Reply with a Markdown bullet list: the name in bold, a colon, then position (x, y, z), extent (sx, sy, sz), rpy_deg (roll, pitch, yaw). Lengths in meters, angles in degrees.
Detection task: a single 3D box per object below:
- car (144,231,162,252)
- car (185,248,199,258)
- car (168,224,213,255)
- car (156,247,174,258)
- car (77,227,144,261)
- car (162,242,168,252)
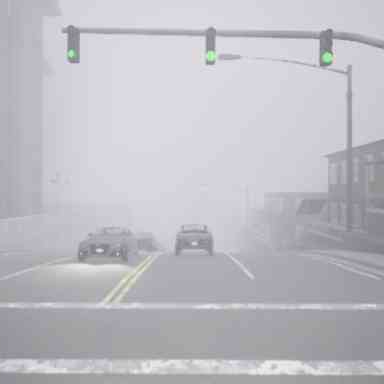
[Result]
- **car**: position (-3.585, 3.571, 24.003), extent (1.882, 1.535, 5.008), rpy_deg (0, -12, 0)
- **car**: position (0.003, 8.386, 45.578), extent (1.895, 1.301, 4.718), rpy_deg (0, -10, 0)
- **car**: position (0.105, 2.492, 17.705), extent (2.128, 1.511, 4.902), rpy_deg (0, -8, 0)
- **car**: position (-3.502, 8.064, 44.161), extent (2.033, 1.411, 5.357), rpy_deg (0, -11, 0)
- **car**: position (-3.586, 2.242, 14.876), extent (1.994, 1.385, 4.181), rpy_deg (0, -5, 0)
- **car**: position (-3.548, 5.829, 33.981), extent (1.837, 1.490, 4.892), rpy_deg (0, -13, 0)
